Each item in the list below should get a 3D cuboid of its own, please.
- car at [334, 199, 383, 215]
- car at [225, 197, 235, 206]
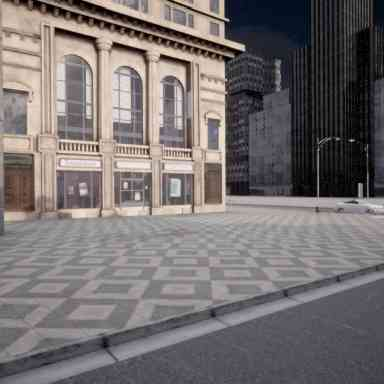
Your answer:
[{"bbox_3d":[16.405,1.468,32.772,1.812,1.442,4.674,-1,1,-34],"label":"car"},{"bbox_3d":[4.529,1.408,50.291,1.812,1.442,4.674,-1,1,-34],"label":"car"}]
